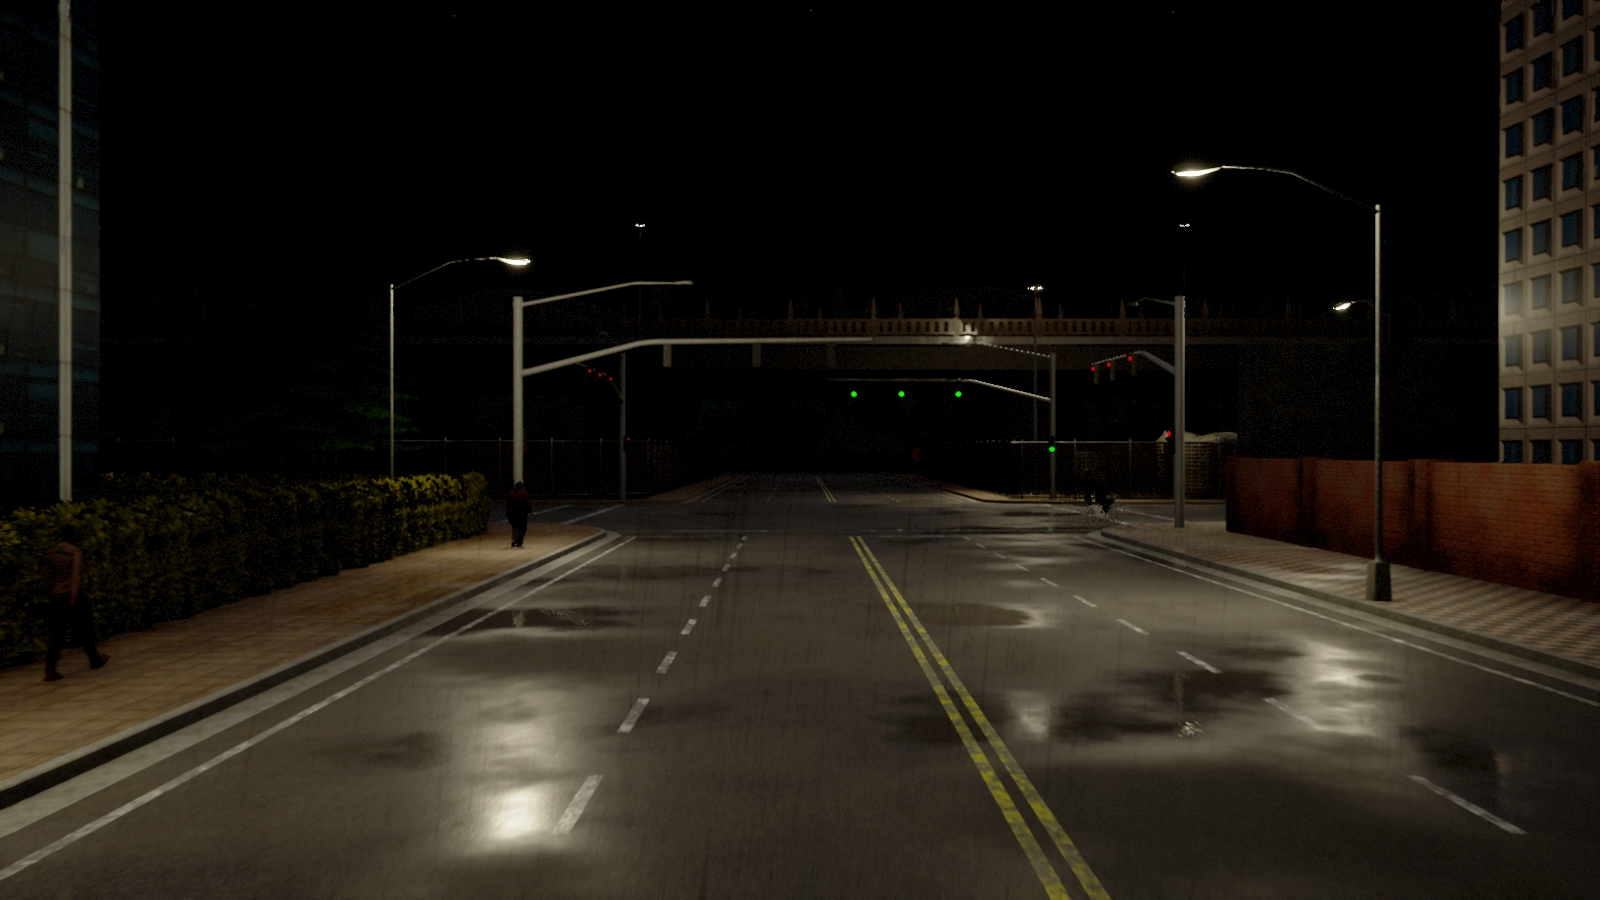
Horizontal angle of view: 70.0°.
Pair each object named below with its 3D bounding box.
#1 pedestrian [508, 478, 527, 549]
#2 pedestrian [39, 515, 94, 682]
[{"bbox_3d":[-7.508,1.675,30.374,0.375,1.860,0.375,0,0,10],"label":"pedestrian"},{"bbox_3d":[-8.399,1.686,13.084,0.375,1.860,0.375,0,0,5],"label":"pedestrian"}]
